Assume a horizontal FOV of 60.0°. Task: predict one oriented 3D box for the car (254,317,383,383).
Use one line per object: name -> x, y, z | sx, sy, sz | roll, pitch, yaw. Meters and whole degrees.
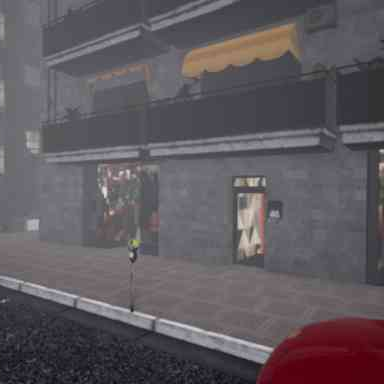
car -> 2.568, 1.309, 1.107 | 5.009, 1.841, 2.192 | 0, 1, 34
